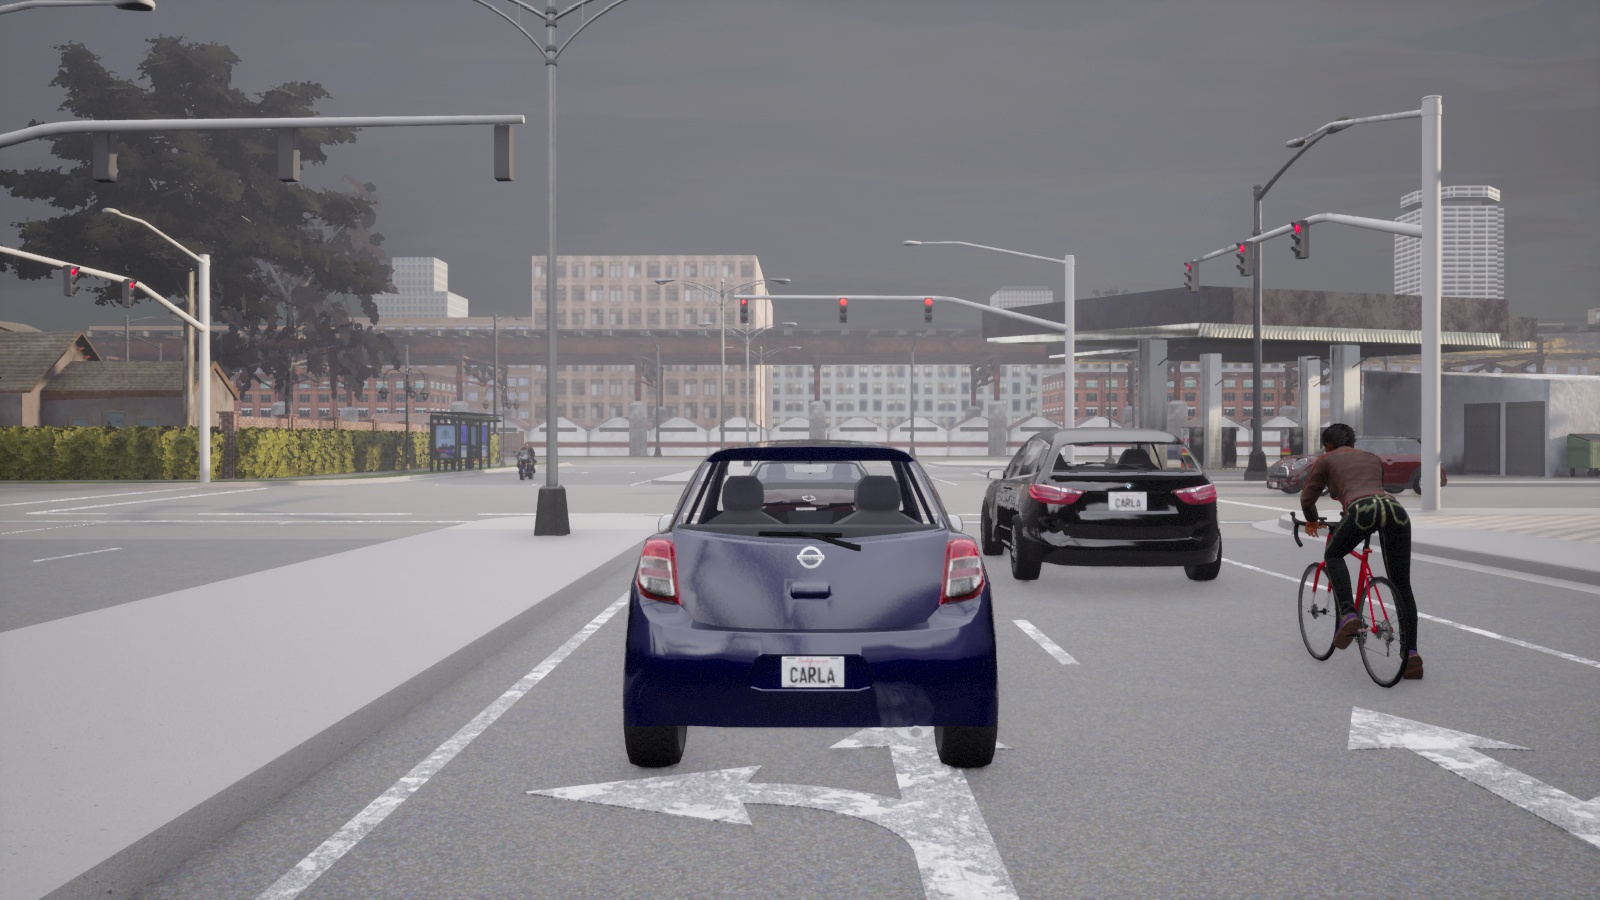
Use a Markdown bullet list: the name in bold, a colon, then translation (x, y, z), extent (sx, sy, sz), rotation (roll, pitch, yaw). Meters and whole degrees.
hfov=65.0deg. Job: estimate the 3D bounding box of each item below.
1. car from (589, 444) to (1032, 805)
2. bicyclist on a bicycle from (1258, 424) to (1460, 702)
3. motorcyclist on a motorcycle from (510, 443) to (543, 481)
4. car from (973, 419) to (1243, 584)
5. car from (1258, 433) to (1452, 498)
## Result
- **car**: translation (0.056, 0.721, 7.057), extent (1.845, 1.501, 3.633), rotation (0, 0, 0)
- **bicyclist on a bicycle**: translation (3.560, 0.656, 8.151), extent (0.582, 1.620, 1.656), rotation (0, 0, 0)
- **motorcyclist on a motorcycle**: translation (-11.184, 0.482, 51.400), extent (0.866, 1.530, 2.191), rotation (0, 0, 0)
- **car**: translation (3.446, 0.508, 15.080), extent (2.242, 1.667, 4.611), rotation (0, 0, 2)
- **car**: translation (15.568, 0.418, 35.392), extent (4.553, 1.767, 2.097), rotation (0, 0, -1)
